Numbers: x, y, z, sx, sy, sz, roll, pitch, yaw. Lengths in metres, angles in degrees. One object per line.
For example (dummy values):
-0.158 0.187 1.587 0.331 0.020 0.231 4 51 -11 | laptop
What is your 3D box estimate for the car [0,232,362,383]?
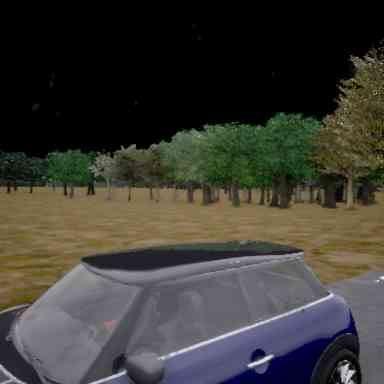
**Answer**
-0.493 1.350 3.027 4.553 1.767 2.097 0 0 -36 | car
